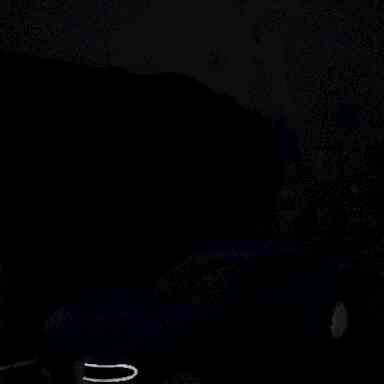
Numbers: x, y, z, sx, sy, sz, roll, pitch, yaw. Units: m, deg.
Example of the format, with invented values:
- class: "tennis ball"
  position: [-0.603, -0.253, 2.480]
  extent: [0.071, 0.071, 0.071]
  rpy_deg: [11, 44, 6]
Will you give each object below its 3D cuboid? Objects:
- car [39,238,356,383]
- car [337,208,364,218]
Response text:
- class: "car"
  position: [0.514, 1.500, 4.805]
  extent: [5.008, 1.535, 1.882]
  rpy_deg: [0, 0, -40]
- class: "car"
  position: [21.544, 2.796, 45.189]
  extent: [1.895, 1.301, 4.718]
  rpy_deg: [-3, -3, 4]
